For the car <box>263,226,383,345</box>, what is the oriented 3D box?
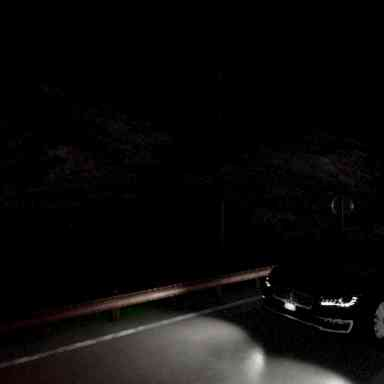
[{"bbox_3d":[3.472,1.470,6.421,4.892,1.490,1.837,0,0,-35],"label":"car"}]
